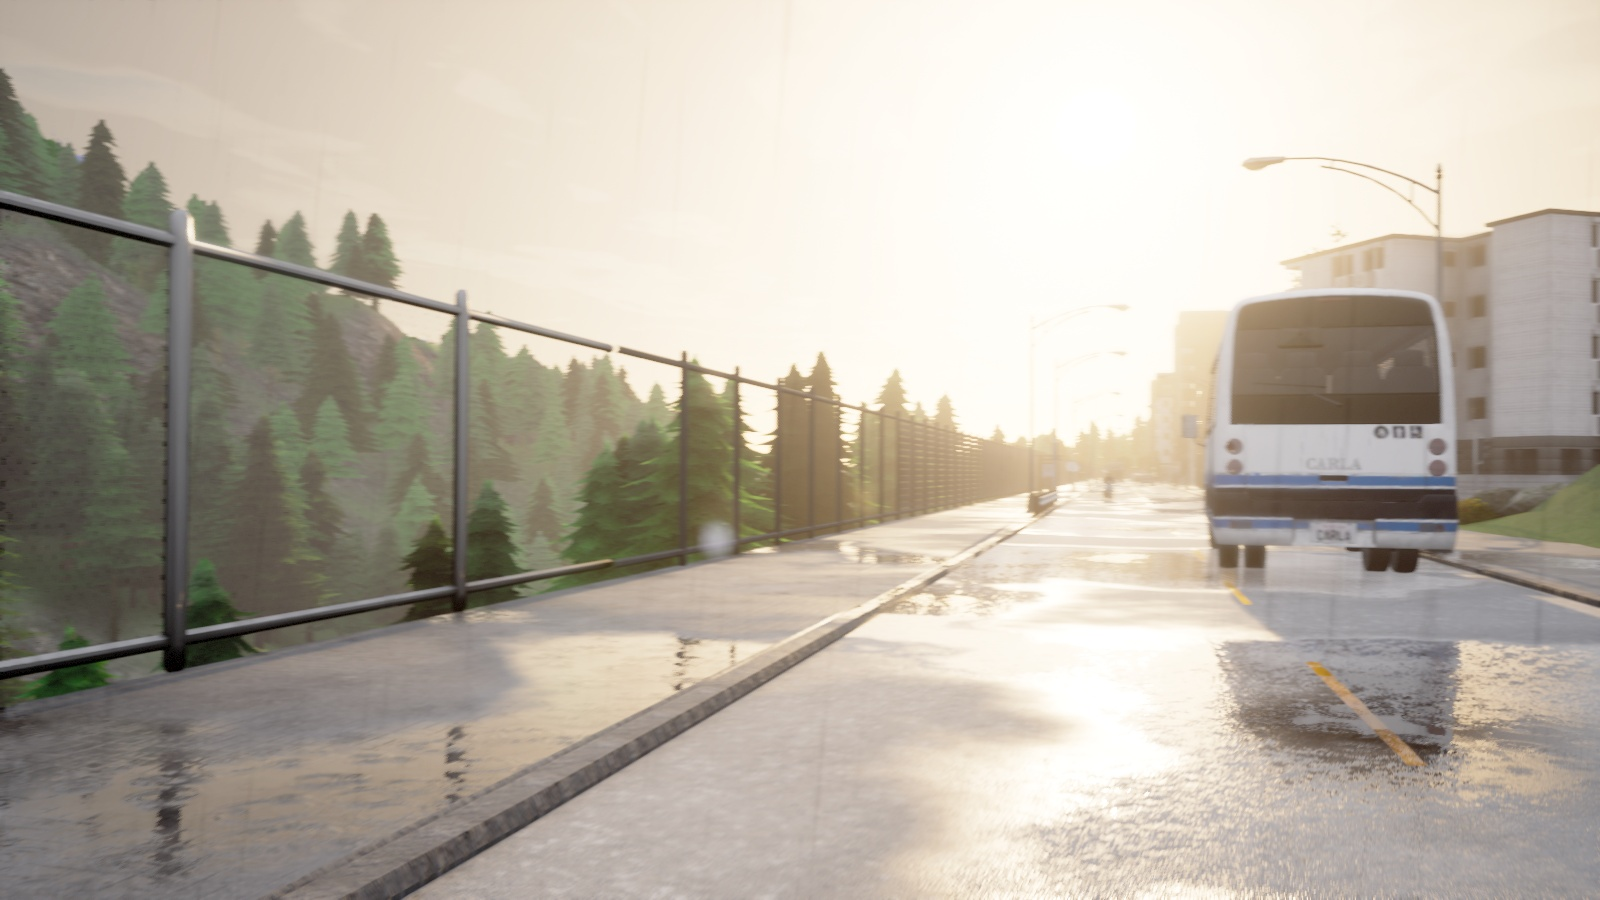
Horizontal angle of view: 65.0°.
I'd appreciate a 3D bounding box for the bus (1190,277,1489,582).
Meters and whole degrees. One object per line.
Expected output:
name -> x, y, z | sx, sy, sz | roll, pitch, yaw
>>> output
bus -> 9.222, -0.191, 22.992 | 3.944, 4.253, 10.273 | 0, -1, 17
